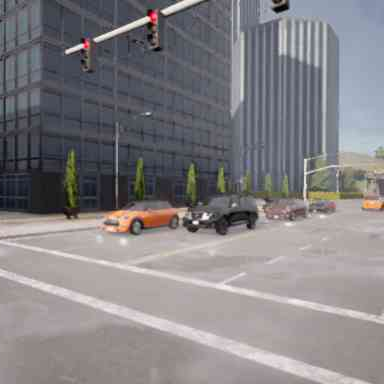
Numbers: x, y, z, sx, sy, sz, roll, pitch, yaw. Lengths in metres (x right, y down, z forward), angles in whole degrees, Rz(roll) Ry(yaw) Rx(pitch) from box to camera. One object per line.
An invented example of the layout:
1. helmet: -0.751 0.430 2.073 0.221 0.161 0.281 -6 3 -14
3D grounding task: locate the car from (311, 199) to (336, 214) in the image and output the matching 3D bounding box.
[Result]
1. car: 13.650 1.469 34.879 2.033 1.411 5.357 1 0 36

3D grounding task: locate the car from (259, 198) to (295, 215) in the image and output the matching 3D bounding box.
1. car: 8.824 1.398 34.218 1.837 1.490 4.892 1 0 36

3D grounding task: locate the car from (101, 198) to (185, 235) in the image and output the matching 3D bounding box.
1. car: -2.761 1.262 18.390 2.097 1.767 4.553 1 0 36

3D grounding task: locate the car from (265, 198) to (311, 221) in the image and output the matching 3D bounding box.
1. car: 7.594 1.282 26.619 2.097 1.767 4.553 1 0 36

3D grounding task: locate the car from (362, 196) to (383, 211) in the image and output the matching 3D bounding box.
1. car: 21.740 1.298 39.703 2.097 1.767 4.553 1 0 36

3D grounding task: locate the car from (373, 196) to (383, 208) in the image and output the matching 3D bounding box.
1. car: 27.160 1.430 47.121 2.128 1.511 4.902 1 0 36

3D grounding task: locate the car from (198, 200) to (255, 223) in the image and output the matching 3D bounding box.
1. car: 2.829 1.449 26.039 2.033 1.411 5.357 1 0 36

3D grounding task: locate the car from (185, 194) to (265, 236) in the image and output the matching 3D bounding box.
1. car: 1.798 1.159 18.697 2.150 2.045 5.566 1 0 36
